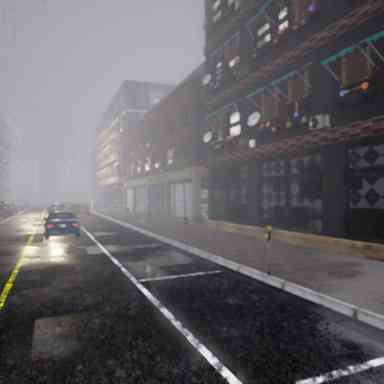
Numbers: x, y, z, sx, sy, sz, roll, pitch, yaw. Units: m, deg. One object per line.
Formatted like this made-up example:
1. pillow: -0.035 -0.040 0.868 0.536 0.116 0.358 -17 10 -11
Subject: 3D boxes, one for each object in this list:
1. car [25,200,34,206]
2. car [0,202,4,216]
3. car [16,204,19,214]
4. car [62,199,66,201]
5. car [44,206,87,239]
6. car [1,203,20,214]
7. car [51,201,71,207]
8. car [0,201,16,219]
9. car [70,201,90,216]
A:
1. car: -40.336 2.725 82.365 2.008 1.369 4.403 0 -1 -23
2. car: -5.699 1.359 7.088 2.150 2.045 5.566 -1 -1 -23
3. car: -22.828 2.068 40.818 1.967 1.590 4.097 0 -1 -23
4. car: -26.046 2.431 70.037 2.008 1.369 4.403 0 -1 -23
5. car: -7.530 1.799 19.309 2.033 1.411 5.357 -1 0 -22
6. car: -25.016 2.242 46.012 1.887 1.381 4.507 0 -1 -23
7. car: -14.855 2.030 36.762 2.033 1.411 5.357 -1 0 -23
8. car: -20.641 1.875 35.627 2.192 1.841 5.009 0 -1 -23
9. car: -12.982 1.997 39.033 1.752 1.417 4.829 0 -1 -23
